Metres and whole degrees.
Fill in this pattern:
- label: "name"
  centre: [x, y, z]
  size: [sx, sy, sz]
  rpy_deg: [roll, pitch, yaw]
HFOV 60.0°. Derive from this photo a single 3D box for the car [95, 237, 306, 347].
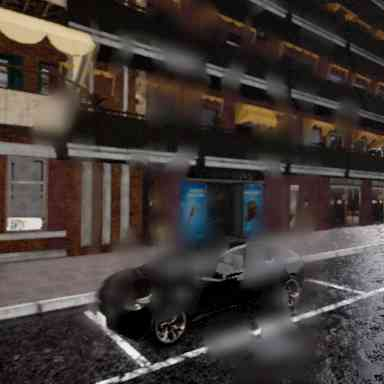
- label: "car"
  centre: [0.389, 1.594, 6.373]
  size: [4.313, 1.339, 1.947]
  rpy_deg: [0, 0, -36]
